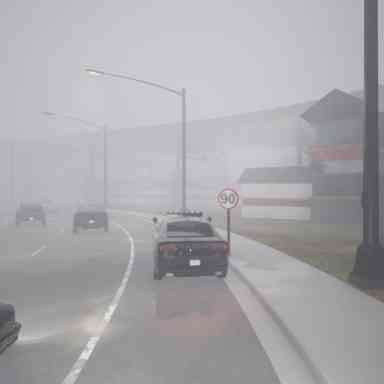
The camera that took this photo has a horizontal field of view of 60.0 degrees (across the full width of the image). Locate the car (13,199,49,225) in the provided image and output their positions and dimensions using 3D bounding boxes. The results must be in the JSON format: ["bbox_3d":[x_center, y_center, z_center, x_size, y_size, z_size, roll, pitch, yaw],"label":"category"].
[{"bbox_3d":[-11.733,1.504,24.168,1.837,1.490,4.892,1,0,-27],"label":"car"}]

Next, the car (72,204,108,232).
[{"bbox_3d":[-6.238,1.477,20.280,1.882,1.535,5.008,0,0,-19],"label":"car"}]

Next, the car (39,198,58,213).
[{"bbox_3d":[-16.497,1.456,36.337,1.801,1.575,5.366,0,0,-44],"label":"car"}]

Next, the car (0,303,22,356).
[{"bbox_3d":[-3.251,1.547,2.000,2.033,1.411,5.357,0,0,1],"label":"car"}]

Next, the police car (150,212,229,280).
[{"bbox_3d":[-0.244,1.425,10.223,1.930,1.638,5.238,0,0,-7],"label":"police car"}]
